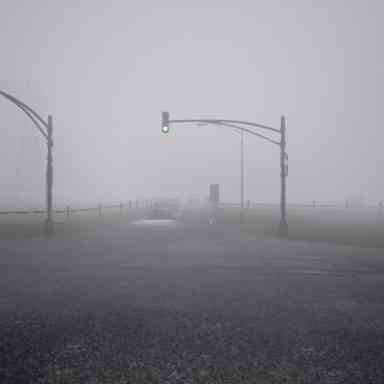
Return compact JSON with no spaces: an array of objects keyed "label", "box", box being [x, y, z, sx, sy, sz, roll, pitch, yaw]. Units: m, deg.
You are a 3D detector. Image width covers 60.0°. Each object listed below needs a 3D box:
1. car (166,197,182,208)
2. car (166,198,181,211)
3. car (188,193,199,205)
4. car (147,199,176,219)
[{"label":"car","box":[-2.619,1.570,50.015,2.033,1.411,5.357,0,0,1]},{"label":"car","box":[-2.684,1.493,39.235,1.882,1.535,5.008,0,0,1]},{"label":"car","box":[0.255,1.509,59.571,1.882,1.535,5.008,0,0,0]},{"label":"car","box":[-2.736,1.574,29.055,1.994,1.385,4.181,0,0,1]}]
